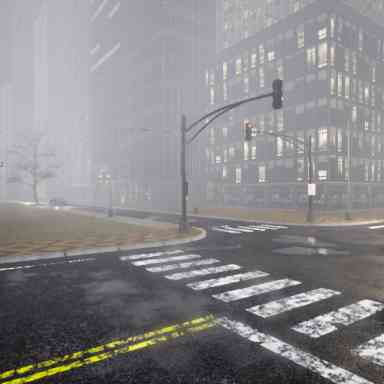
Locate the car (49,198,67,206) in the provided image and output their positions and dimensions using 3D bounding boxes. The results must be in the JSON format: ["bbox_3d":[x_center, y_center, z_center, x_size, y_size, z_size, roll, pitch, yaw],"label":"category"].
[{"bbox_3d":[-21.807,1.606,54.157,1.895,1.301,4.718,0,0,-35],"label":"car"}]
